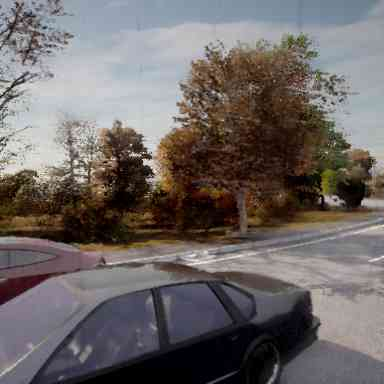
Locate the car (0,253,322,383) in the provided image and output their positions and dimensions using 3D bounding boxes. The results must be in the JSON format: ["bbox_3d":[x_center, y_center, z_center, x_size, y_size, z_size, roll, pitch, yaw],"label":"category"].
[{"bbox_3d":[-0.814,1.562,3.538,5.357,1.411,2.033,0,0,-37],"label":"car"}]

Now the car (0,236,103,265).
[{"bbox_3d":[-3.748,1.554,5.750,4.674,1.442,1.812,0,0,-36],"label":"car"}]
